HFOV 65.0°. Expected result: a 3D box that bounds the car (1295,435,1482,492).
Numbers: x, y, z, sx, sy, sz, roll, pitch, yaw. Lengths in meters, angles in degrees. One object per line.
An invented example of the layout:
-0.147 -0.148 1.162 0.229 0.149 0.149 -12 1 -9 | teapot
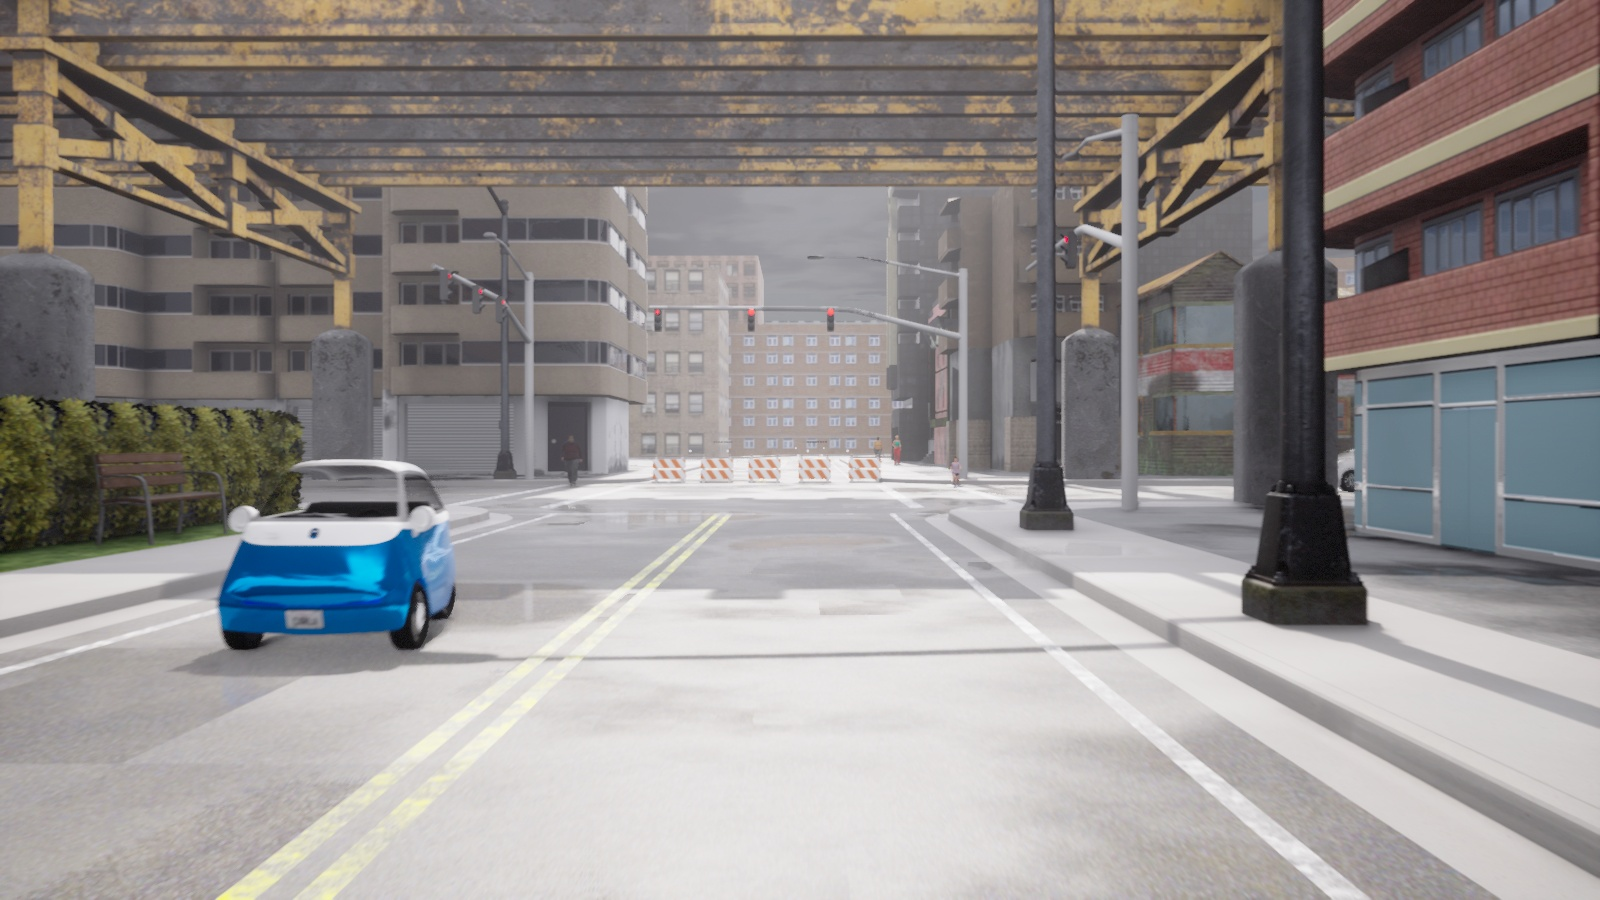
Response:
17.764 0.391 38.082 4.611 1.667 2.242 0 0 0 | car

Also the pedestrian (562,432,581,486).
-7.814 0.302 43.018 0.634 1.844 0.899 0 0 -9 | pedestrian

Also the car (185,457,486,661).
-3.430 0.744 9.627 1.481 1.376 2.207 0 0 0 | car

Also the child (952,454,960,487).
5.275 0.695 42.389 0.255 1.110 0.394 0 0 11 | child
